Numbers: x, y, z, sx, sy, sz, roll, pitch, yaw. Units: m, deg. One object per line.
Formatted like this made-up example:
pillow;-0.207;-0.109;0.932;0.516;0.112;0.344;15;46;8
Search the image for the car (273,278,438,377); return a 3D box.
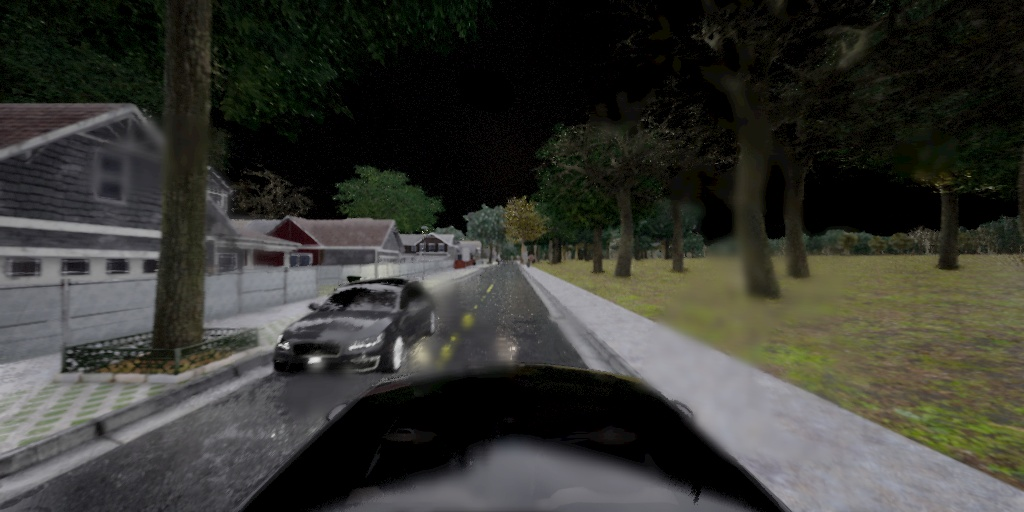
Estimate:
car;-2.852;1.269;7.637;1.837;1.490;4.892;0;0;0
